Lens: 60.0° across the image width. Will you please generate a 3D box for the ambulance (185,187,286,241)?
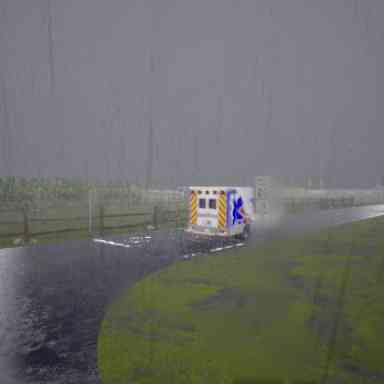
[{"bbox_3d":[2.578,1.007,16.844,2.351,2.431,6.366,1,1,41],"label":"ambulance"}]
